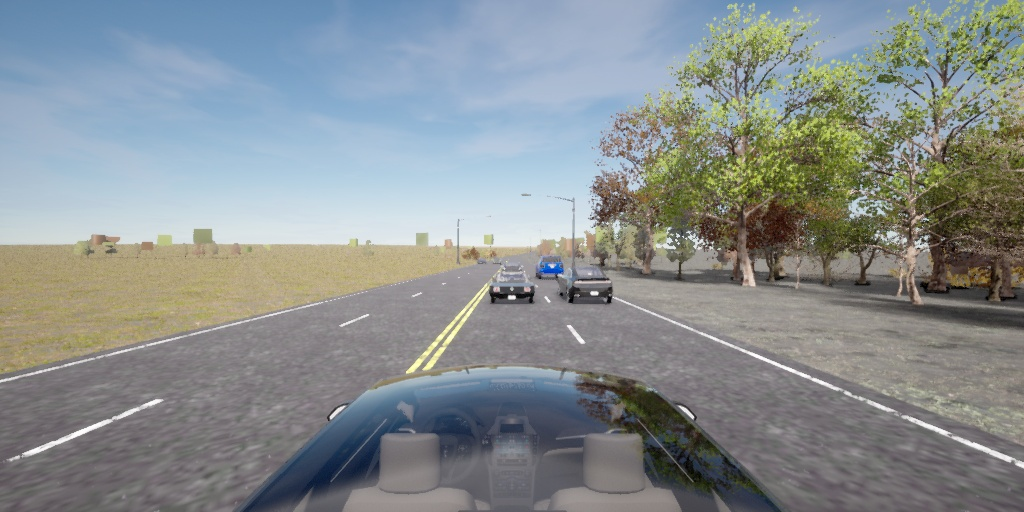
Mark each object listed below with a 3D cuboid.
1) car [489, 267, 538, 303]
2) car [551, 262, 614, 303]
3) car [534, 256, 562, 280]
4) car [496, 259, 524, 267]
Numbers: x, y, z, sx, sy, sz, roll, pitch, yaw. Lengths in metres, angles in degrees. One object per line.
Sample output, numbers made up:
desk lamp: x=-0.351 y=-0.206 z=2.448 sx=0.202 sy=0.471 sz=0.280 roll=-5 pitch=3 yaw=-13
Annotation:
car: x=0.000 y=1.362 z=16.530 sx=1.895 sy=1.301 sz=4.718 roll=0 pitch=0 yaw=0
car: x=3.241 y=1.234 z=16.498 sx=2.128 sy=1.511 sz=4.902 roll=-1 pitch=0 yaw=0
car: x=3.243 y=0.987 z=31.532 sx=2.150 sy=2.045 sz=5.566 roll=0 pitch=0 yaw=0
car: x=0.000 y=1.233 z=31.500 sx=2.128 sy=1.511 sz=4.902 roll=0 pitch=0 yaw=0
